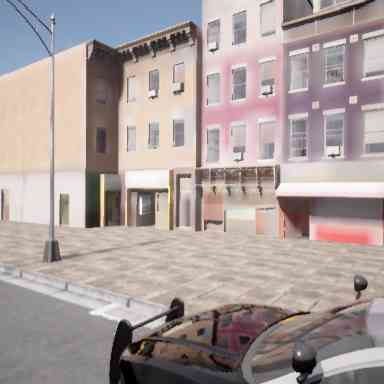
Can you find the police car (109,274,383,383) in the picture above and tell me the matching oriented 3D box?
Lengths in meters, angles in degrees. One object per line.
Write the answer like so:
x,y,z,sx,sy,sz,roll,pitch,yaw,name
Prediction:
1.542,1.419,2.180,5.238,1.638,1.930,0,0,35,police car
